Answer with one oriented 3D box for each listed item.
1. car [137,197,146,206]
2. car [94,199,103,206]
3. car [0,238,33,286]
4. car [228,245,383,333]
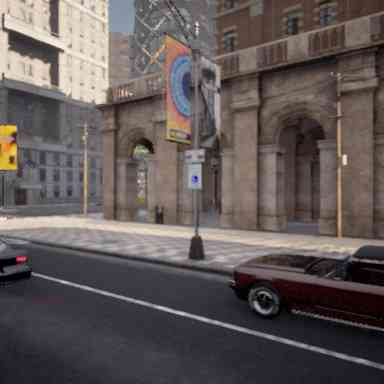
[{"bbox_3d":[-9.249,1.480,52.474,1.882,1.535,5.008,0,0,36],"label":"car"},{"bbox_3d":[-13.216,1.507,52.956,1.837,1.490,4.892,0,0,36],"label":"car"},{"bbox_3d":[-6.128,1.548,8.312,5.357,1.411,2.033,0,0,36],"label":"car"},{"bbox_3d":[3.021,1.595,5.704,4.718,1.301,1.895,0,0,35],"label":"car"}]
